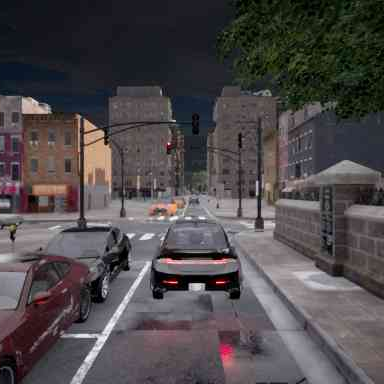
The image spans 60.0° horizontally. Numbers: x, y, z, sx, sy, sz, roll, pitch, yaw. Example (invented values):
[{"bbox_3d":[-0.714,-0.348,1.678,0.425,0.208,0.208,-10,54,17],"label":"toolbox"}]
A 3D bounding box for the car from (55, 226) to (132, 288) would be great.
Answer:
[{"bbox_3d":[-2.627,1.566,8.228,1.947,1.339,4.313,0,0,0],"label":"car"}]

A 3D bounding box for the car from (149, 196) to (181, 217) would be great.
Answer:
[{"bbox_3d":[-2.582,1.346,31.108,2.097,1.767,4.553,0,0,5],"label":"car"}]

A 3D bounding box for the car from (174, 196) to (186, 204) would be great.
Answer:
[{"bbox_3d":[-2.201,1.551,61.861,1.994,1.385,4.181,0,0,0],"label":"car"}]

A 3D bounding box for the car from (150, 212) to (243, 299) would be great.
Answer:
[{"bbox_3d":[0.095,1.491,8.406,2.128,1.511,4.902,0,0,0],"label":"car"}]

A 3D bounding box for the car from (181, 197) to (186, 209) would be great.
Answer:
[{"bbox_3d":[-2.239,1.344,44.452,2.097,1.767,4.553,0,0,0],"label":"car"}]

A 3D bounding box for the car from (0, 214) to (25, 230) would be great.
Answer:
[{"bbox_3d":[-13.309,1.730,21.142,4.718,1.301,1.895,-1,0,0],"label":"car"}]

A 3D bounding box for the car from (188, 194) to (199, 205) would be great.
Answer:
[{"bbox_3d":[0.360,1.513,60.437,1.812,1.442,4.674,0,0,0],"label":"car"}]

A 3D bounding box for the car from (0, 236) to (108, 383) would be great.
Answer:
[{"bbox_3d":[-2.631,1.582,4.565,1.802,1.307,4.206,0,0,0],"label":"car"}]
